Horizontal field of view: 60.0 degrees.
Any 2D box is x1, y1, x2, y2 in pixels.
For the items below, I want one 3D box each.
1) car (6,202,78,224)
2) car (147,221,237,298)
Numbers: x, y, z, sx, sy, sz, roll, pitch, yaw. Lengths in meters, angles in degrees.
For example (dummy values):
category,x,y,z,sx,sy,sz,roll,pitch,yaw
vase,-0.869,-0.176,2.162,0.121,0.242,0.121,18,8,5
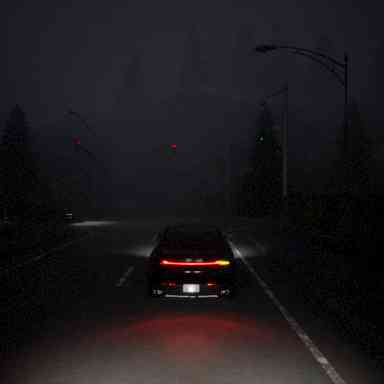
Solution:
category,x,y,z,sx,sy,sz,roll,pitch,yaw
car,-10.791,1.506,24.040,4.892,1.490,1.837,0,0,1
car,0.028,1.505,8.477,1.837,1.490,4.892,0,0,1
